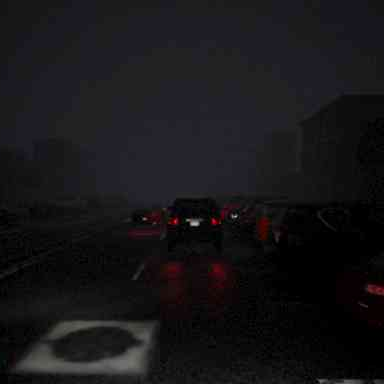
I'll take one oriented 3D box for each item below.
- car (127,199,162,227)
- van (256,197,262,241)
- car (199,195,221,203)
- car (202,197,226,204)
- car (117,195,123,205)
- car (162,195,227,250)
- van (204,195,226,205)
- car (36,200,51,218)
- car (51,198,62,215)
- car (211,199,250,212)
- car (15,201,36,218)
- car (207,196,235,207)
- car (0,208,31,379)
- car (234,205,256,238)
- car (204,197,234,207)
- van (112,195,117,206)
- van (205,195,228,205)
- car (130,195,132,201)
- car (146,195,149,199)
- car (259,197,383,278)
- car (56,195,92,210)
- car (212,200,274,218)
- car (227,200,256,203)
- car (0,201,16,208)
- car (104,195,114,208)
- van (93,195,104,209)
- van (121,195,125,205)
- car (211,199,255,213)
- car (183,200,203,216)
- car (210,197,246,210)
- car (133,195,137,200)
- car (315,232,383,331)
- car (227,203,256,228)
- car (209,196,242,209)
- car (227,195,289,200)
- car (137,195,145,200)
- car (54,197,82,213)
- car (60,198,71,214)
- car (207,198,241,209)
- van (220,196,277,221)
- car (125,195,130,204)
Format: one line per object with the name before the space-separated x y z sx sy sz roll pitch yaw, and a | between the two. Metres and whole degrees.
car | -2.899 1.520 22.930 1.882 1.535 5.008 0 0 0
van | 4.594 1.264 10.856 4.442 1.987 1.878 0 0 0
car | 4.688 1.699 85.892 5.566 2.045 2.435 0 0 0
car | 4.709 1.848 71.993 4.892 1.521 2.231 0 0 0
car | -15.512 1.776 59.370 5.008 1.535 2.097 0 0 0
car | 0.099 1.240 14.612 2.150 2.045 5.566 0 0 0
van | 4.832 1.600 69.215 4.442 1.987 1.878 0 0 0
car | -15.478 1.564 29.041 4.892 1.521 2.231 0 0 0
car | -15.516 1.607 31.799 4.792 1.488 2.163 0 0 0
car | 4.710 1.653 41.421 4.674 1.452 2.002 0 0 0
car | -15.668 1.547 26.285 5.366 1.575 1.946 0 0 0
car | 4.745 1.588 55.318 4.553 1.767 2.185 0 0 0
car | -2.900 1.221 0.923 2.150 2.045 5.566 0 0 0
car | 4.708 1.543 16.537 4.674 1.452 2.002 0 0 0
car | 4.709 1.736 58.096 5.008 1.535 2.097 0 0 0
van | -15.621 1.526 56.614 4.442 1.987 1.878 0 0 0
van | 4.832 1.578 66.436 4.442 1.987 1.878 0 0 0
car | -15.507 1.848 67.768 5.008 1.535 2.097 0 0 0
car | -15.501 1.769 92.465 5.566 2.045 2.435 0 0 0
car | 4.738 1.235 8.075 5.566 2.045 2.435 0 0 0
car | -15.521 1.375 40.070 5.566 2.045 2.435 0 0 0
car | 4.527 1.550 30.307 5.366 1.575 1.946 0 0 0
car | 4.705 1.520 21.969 4.892 1.521 2.231 0 0 0
car | -15.478 1.578 23.526 4.674 1.452 2.002 0 0 0
car | -15.315 1.704 51.098 5.366 1.575 1.946 0 0 0
van | -15.615 1.459 48.341 4.442 1.987 1.878 0 0 0
van | -15.392 1.574 62.129 4.442 1.987 1.878 0 0 0
car | 4.707 1.597 38.643 4.892 1.521 2.231 0 0 0
car | 0.104 1.644 35.262 2.033 1.411 5.357 0 0 0
car | 4.682 1.506 44.202 4.553 1.767 2.185 0 0 0
car | -15.544 1.641 73.162 5.566 2.045 2.435 0 0 0
car | 4.707 1.523 5.296 4.674 1.452 2.002 0 0 0
car | 4.681 1.539 19.191 4.792 1.488 2.163 0 0 0
car | 4.682 1.524 46.982 4.553 1.767 2.185 0 0 0
car | 4.683 1.277 24.751 5.566 2.045 2.435 0 0 0
car | -15.496 2.018 86.947 4.792 1.488 2.163 0 0 0
car | -15.496 1.609 37.313 5.008 1.535 2.097 0 0 0
car | -15.491 1.632 34.555 4.674 1.452 2.002 0 0 0
car | 4.720 1.672 49.759 4.892 1.521 2.231 0 0 0
van | 4.595 1.314 27.528 4.442 1.987 1.878 0 0 0
car | -15.538 1.573 64.887 5.566 2.045 2.435 0 -1 0
